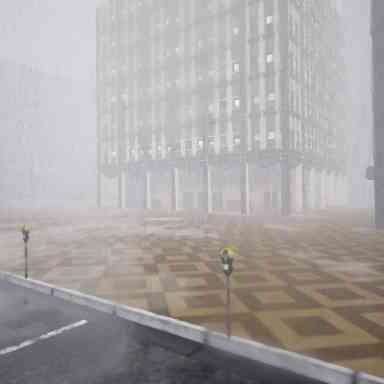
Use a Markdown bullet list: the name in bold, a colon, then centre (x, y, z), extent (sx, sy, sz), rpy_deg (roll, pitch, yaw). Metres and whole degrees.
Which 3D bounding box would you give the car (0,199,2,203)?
- **car**: centre (-32.978, 1.195, 53.503), extent (1.967, 1.590, 4.097), rpy_deg (-1, 0, 36)

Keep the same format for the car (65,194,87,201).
- **car**: centre (-23.253, 1.072, 66.933), extent (1.967, 1.590, 4.097), rpy_deg (-1, 0, 36)

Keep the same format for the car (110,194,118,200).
- **car**: centre (-16.767, 1.103, 75.887), extent (2.008, 1.369, 4.403), rpy_deg (-1, 0, 36)
